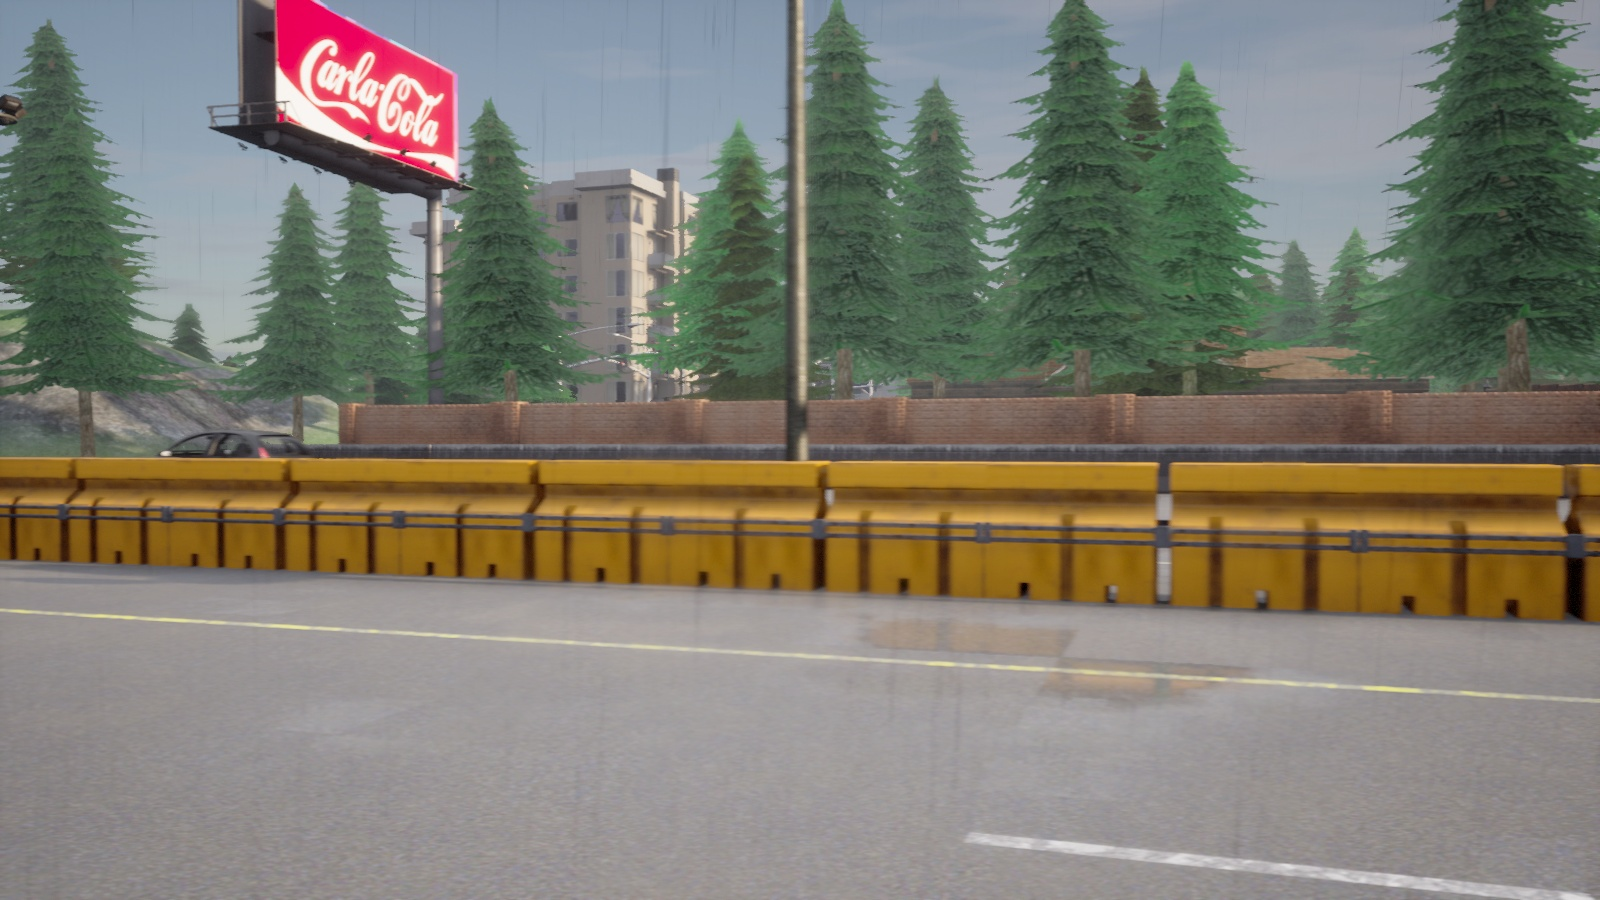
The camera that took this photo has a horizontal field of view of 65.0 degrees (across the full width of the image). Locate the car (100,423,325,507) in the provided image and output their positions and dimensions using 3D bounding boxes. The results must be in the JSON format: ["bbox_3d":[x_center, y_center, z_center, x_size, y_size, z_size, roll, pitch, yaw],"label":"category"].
[{"bbox_3d":[-12.002,0.268,25.692,3.988,1.617,1.851,1,1,19],"label":"car"}]
